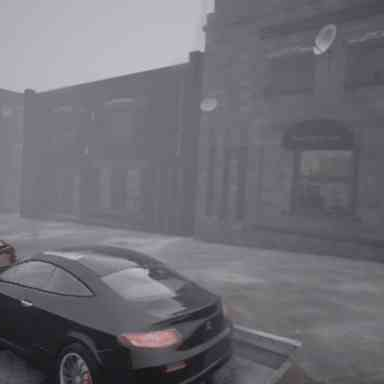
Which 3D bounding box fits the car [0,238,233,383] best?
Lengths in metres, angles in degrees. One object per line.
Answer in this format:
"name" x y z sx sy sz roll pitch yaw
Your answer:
"car" -1.656 1.497 4.769 4.674 1.452 2.002 0 -1 36
